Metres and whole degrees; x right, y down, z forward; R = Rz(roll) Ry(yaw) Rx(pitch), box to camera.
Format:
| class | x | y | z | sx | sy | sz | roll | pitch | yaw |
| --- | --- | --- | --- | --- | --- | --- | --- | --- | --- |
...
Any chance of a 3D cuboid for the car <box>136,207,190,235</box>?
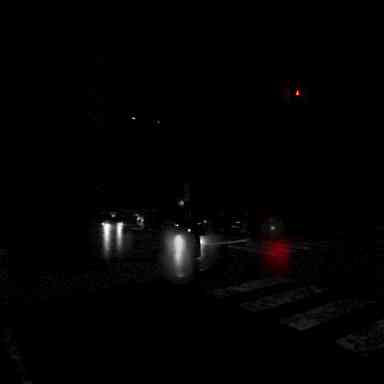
| class | x | y | z | sx | sy | sz | roll | pitch | yaw |
| --- | --- | --- | --- | --- | --- | --- | --- | --- | --- |
| car | -1.519 | 1.615 | 19.577 | 2.033 | 1.411 | 5.357 | 0 | 0 | -32 |

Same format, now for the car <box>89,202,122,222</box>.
| class | x | y | z | sx | sy | sz | roll | pitch | yaw |
| --- | --- | --- | --- | --- | --- | --- | --- | --- | --- |
| car | -7.550 | 1.605 | 27.960 | 2.128 | 1.511 | 4.902 | 0 | 0 | -35 |

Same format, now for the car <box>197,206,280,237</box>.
| class | x | y | z | sx | sy | sz | roll | pitch | yaw |
| --- | --- | --- | --- | --- | --- | --- | --- | --- | --- |
| car | 2.630 | 1.557 | 18.633 | 1.837 | 1.490 | 4.892 | -1 | 0 | -36 |
